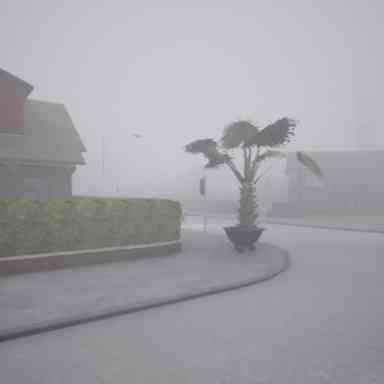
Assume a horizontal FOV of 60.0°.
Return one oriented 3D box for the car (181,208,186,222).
[{"bbox_3d":[-2.345,1.442,26.440,2.097,1.767,4.553,0,0,-34],"label":"car"}]
